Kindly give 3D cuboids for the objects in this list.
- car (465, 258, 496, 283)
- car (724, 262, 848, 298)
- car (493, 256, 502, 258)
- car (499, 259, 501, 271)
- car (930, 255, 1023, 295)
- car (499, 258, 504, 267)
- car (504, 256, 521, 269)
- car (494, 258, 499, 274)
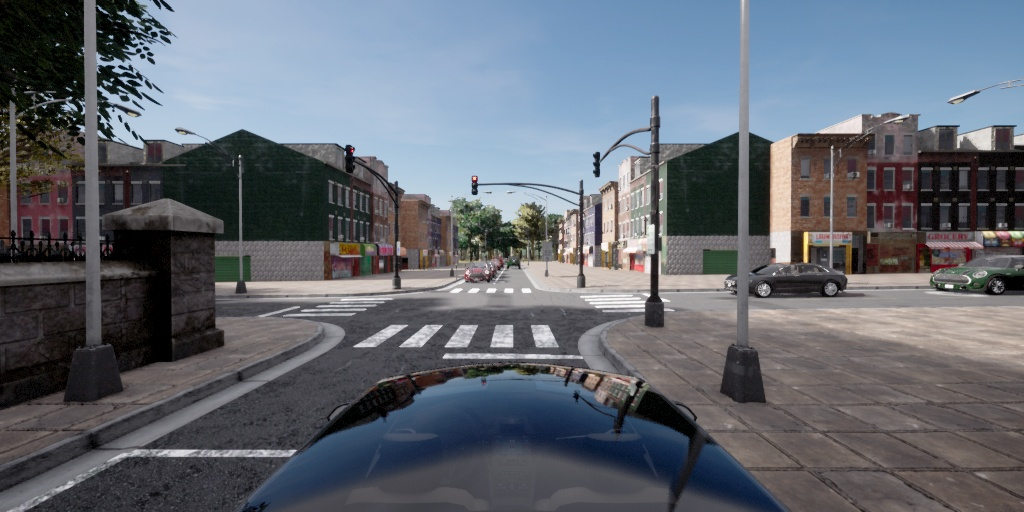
[{"bbox_3d":[-2.548,1.199,28.109,1.967,1.591,4.097,0,0,0],"label":"car"},{"bbox_3d":[12.326,1.046,16.323,4.892,1.490,1.837,-1,1,0],"label":"car"},{"bbox_3d":[-2.817,1.259,60.919,1.801,1.575,5.366,0,0,0],"label":"car"},{"bbox_3d":[-2.509,1.335,38.978,1.948,1.339,4.313,0,0,0],"label":"car"},{"bbox_3d":[22.104,0.763,16.285,4.553,1.767,2.097,-1,1,0],"label":"car"},{"bbox_3d":[-2.470,1.329,49.847,1.888,1.381,4.507,0,0,0],"label":"car"},{"bbox_3d":[0.299,1.017,59.763,2.150,2.045,5.566,0,-1,1],"label":"car"},{"bbox_3d":[-2.529,1.203,33.543,1.967,1.591,4.097,0,0,0],"label":"car"}]
